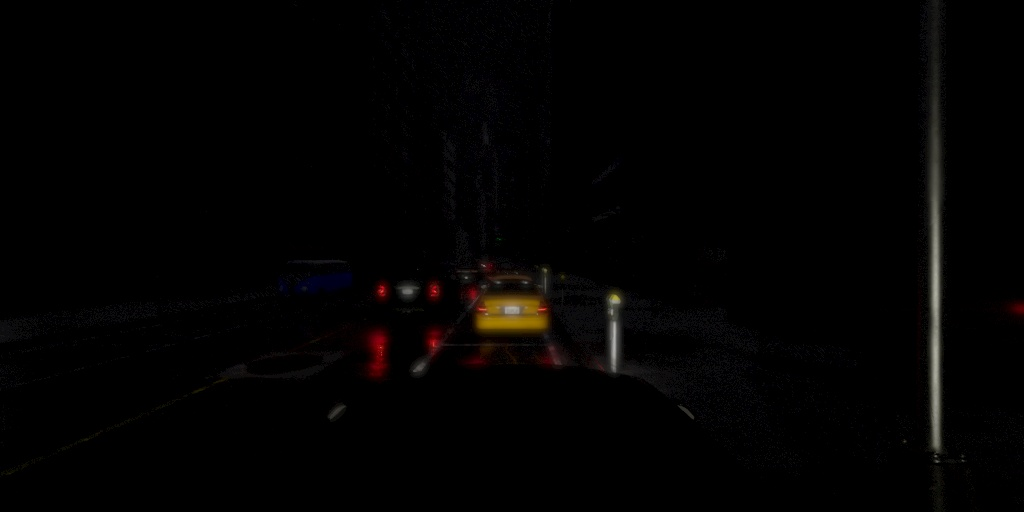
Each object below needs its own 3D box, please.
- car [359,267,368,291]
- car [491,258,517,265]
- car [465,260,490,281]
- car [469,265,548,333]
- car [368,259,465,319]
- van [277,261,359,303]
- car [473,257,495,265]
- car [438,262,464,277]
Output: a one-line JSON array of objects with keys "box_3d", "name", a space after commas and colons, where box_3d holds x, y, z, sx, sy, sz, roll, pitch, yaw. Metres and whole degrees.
[{"box_3d": [-8.813, 1.318, 21.829, 1.948, 1.339, 4.313, 0, 0, 0], "name": "car"}, {"box_3d": [-0.288, 1.193, 27.330, 1.967, 1.591, 4.097, 0, 0, 0], "name": "car"}, {"box_3d": [-3.066, 1.245, 26.526, 2.128, 1.511, 4.902, 0, 0, 0], "name": "car"}, {"box_3d": [0.004, 1.207, 10.690, 1.801, 1.575, 5.366, 0, 0, 0], "name": "car"}, {"box_3d": [-3.146, 1.104, 12.925, 2.097, 1.767, 4.553, 0, 0, 0], "name": "car"}, {"box_3d": [-8.813, 1.092, 16.328, 1.690, 1.789, 3.998, 0, 0, 0], "name": "van"}, {"box_3d": [-3.065, 1.111, 41.820, 2.097, 1.767, 4.553, 0, 0, 0], "name": "car"}, {"box_3d": [-6.233, 1.320, 37.155, 1.994, 1.385, 4.181, 0, 0, 0], "name": "car"}]
